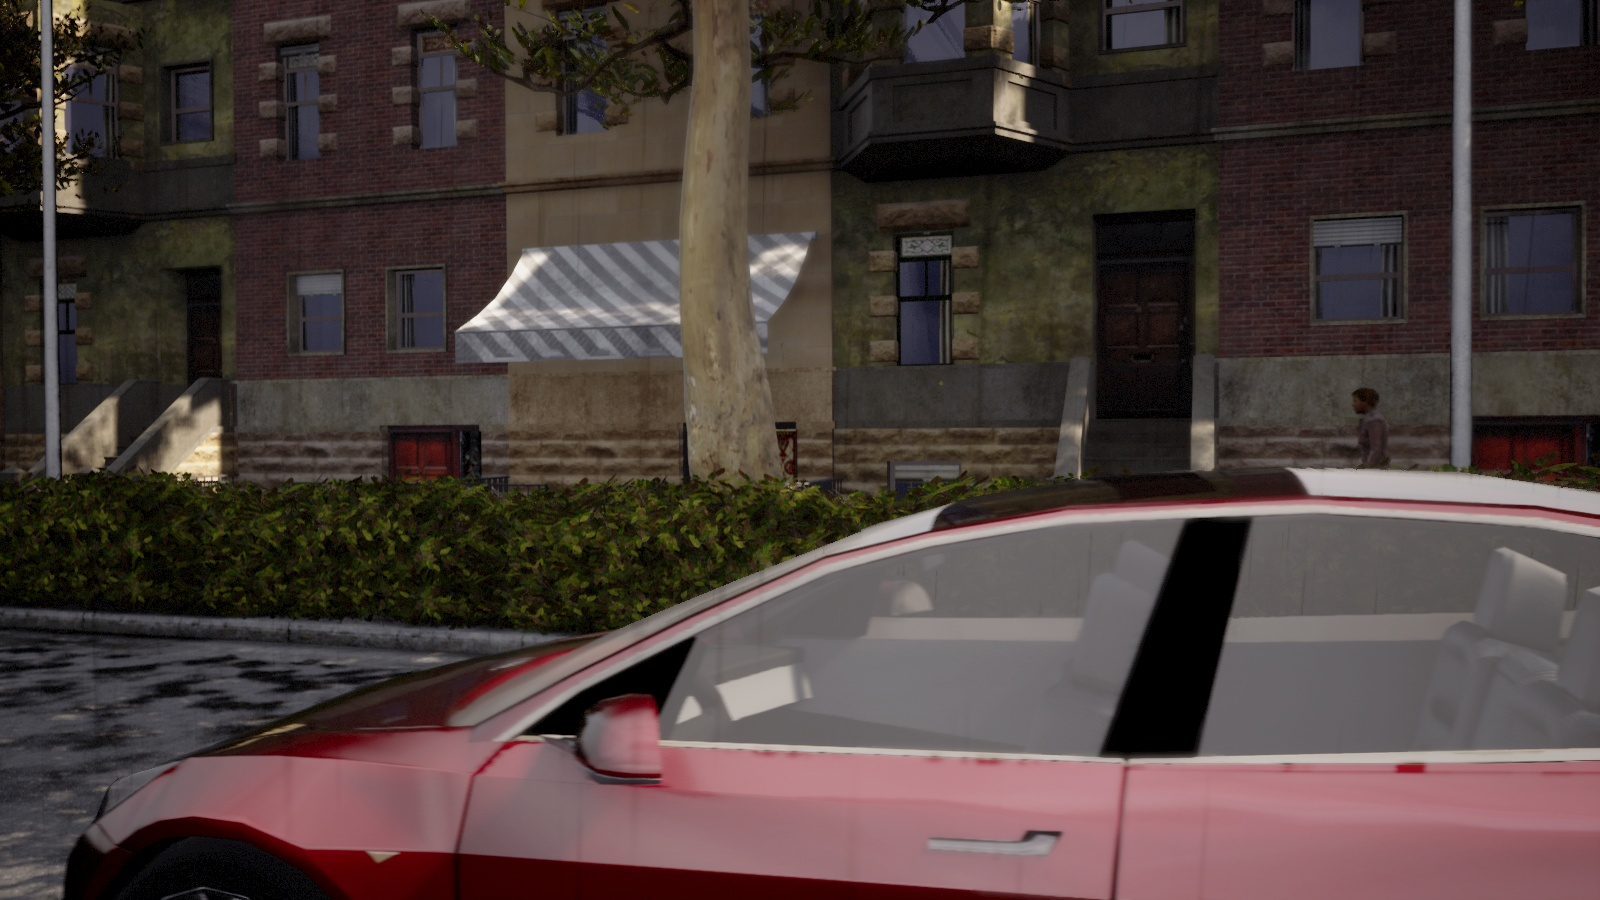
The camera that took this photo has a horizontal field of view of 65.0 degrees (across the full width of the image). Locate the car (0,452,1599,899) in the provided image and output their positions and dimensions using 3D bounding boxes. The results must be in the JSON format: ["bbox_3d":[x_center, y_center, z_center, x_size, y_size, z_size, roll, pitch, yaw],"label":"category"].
[{"bbox_3d":[0.562,0.783,2.991,4.792,1.488,2.163,0,1,18],"label":"car"}]

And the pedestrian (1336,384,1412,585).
[{"bbox_3d":[5.391,0.313,11.809,0.634,1.846,0.331,0,1,24],"label":"pedestrian"}]
